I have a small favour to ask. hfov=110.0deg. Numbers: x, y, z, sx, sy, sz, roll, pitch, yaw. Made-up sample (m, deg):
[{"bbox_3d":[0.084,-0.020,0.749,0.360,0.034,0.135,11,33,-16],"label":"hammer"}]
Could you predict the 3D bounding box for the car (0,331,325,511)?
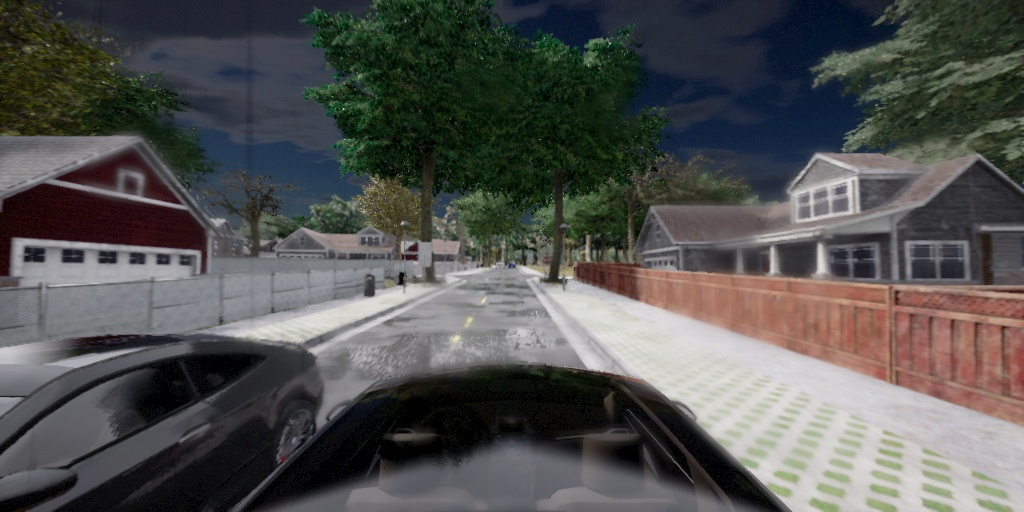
[{"bbox_3d":[-2.848,1.279,1.973,1.812,1.442,4.674,0,-1,0],"label":"car"}]
